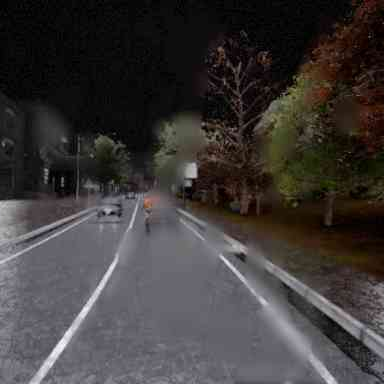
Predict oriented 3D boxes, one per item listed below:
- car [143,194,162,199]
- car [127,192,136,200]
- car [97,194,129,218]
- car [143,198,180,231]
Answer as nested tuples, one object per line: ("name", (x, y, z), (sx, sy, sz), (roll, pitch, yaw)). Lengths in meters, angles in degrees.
("car", (-4.369, 0.996, 37.353), (2.097, 1.767, 4.553), (0, 1, -8))
("car", (-12.530, 0.760, 67.871), (2.128, 1.511, 4.902), (0, 1, -8))
("car", (-6.606, 1.225, 27.228), (2.128, 1.511, 4.902), (0, 1, -8))
("car", (-1.778, 1.355, 19.486), (2.128, 1.511, 4.902), (0, 1, -8))
